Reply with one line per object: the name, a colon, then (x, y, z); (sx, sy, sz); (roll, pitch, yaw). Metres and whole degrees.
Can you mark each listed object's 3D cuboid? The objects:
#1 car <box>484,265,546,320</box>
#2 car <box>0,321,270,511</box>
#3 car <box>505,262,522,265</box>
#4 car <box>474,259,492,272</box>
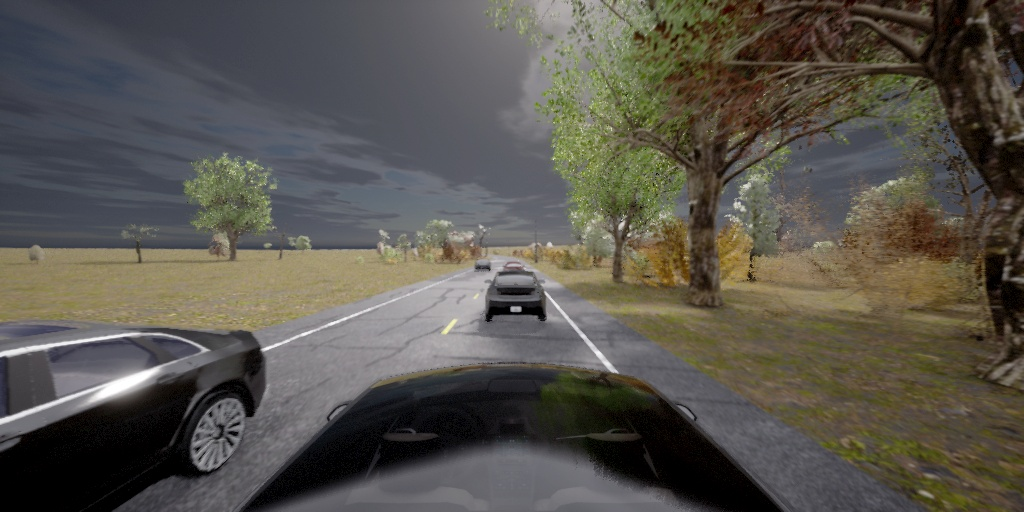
car: (0.106, 1.227, 12.422); (1.837, 1.490, 4.892); (0, 0, 0)
car: (-3.603, 1.240, 1.928); (2.128, 1.511, 4.902); (0, 0, 0)
car: (0.139, 1.184, 30.375); (1.812, 1.442, 4.674); (0, 0, 0)
car: (-3.526, 1.080, 44.224); (1.882, 1.535, 5.008); (0, 0, 0)
